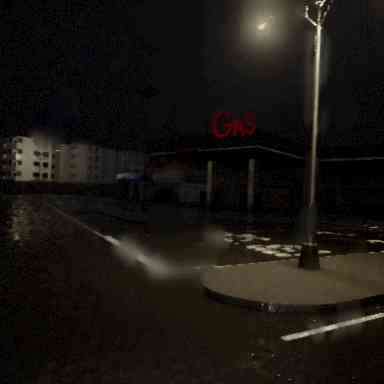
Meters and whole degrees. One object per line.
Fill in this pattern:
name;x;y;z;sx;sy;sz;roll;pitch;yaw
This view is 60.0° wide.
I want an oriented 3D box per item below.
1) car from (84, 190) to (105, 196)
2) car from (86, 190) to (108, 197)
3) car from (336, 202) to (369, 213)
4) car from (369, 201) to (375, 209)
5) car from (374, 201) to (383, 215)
car;-25.648;0.272;87.753;1.882;1.535;5.008;2;0;38
car;-23.811;0.397;84.494;2.128;1.511;4.902;2;0;38
car;21.347;2.112;44.744;3.806;1.475;1.970;2;0;-28
car;37.159;2.532;66.391;2.097;1.767;4.553;2;0;-30
car;24.773;2.092;40.068;4.611;1.667;2.242;2;0;-28
